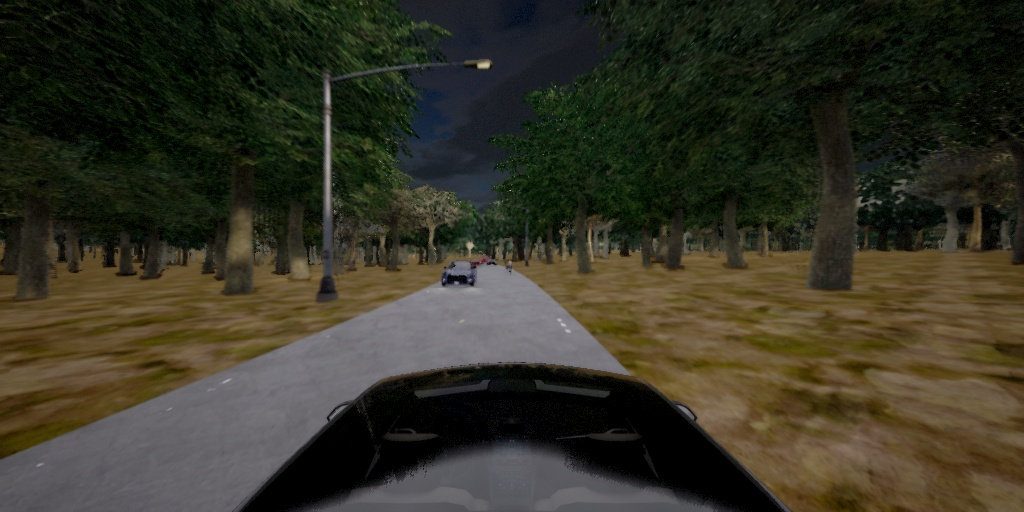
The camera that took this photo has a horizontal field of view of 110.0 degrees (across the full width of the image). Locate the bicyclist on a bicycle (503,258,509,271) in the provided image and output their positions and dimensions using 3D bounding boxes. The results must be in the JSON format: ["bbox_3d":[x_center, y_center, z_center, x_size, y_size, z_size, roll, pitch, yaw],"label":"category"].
[{"bbox_3d":[-0.773,1.121,46.014,0.582,1.620,1.656,0,0,-5],"label":"bicyclist on a bicycle"}]

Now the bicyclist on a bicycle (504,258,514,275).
[{"bbox_3d":[-0.193,1.124,37.706,0.866,1.612,1.509,0,0,-4],"label":"bicyclist on a bicycle"}]

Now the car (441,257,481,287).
[{"bbox_3d":[-3.447,1.066,24.149,2.097,1.767,4.553,0,0,-2],"label":"car"}]
